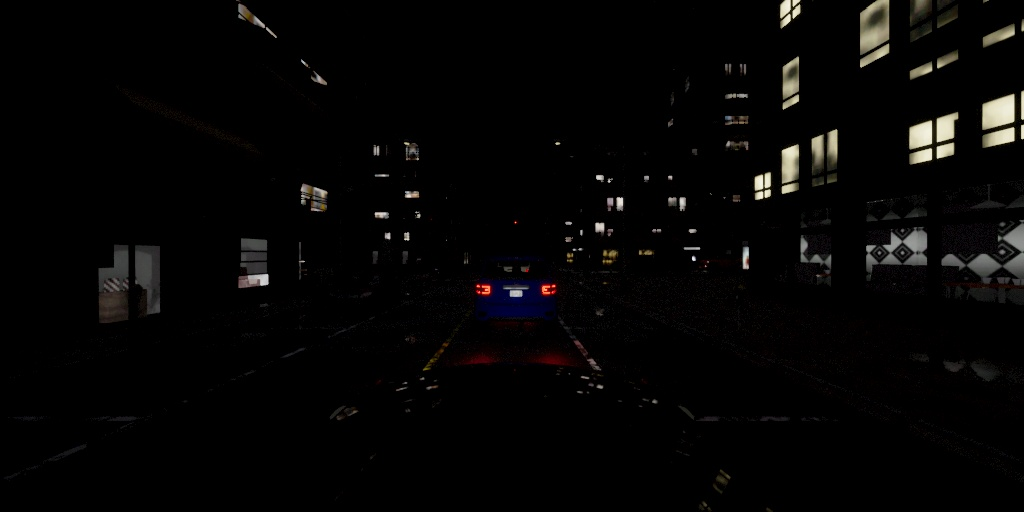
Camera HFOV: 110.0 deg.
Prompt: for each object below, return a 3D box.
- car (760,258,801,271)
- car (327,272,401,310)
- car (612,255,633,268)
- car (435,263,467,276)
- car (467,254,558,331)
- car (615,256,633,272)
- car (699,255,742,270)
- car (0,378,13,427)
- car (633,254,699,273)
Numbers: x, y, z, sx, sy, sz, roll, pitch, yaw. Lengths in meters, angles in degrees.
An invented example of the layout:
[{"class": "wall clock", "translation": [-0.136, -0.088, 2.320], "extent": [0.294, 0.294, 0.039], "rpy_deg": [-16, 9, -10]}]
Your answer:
[{"class": "car", "translation": [25.807, 0.822, 34.556], "extent": [4.313, 1.339, 1.948], "rpy_deg": [0, 0, 0]}, {"class": "car", "translation": [-5.739, 1.332, 14.483], "extent": [1.802, 1.307, 4.207], "rpy_deg": [0, 0, 0]}, {"class": "car", "translation": [14.580, 0.764, 42.840], "extent": [5.009, 1.841, 2.192], "rpy_deg": [0, 0, 0]}, {"class": "car", "translation": [-5.804, 1.434, 38.845], "extent": [4.718, 1.301, 1.895], "rpy_deg": [-1, 0, -26]}, {"class": "car", "translation": [0.099, 0.971, 11.079], "extent": [2.150, 2.045, 5.566], "rpy_deg": [0, 0, 0]}, {"class": "car", "translation": [14.422, 0.983, 40.230], "extent": [4.674, 1.442, 1.812], "rpy_deg": [-1, 0, -1]}, {"class": "car", "translation": [23.387, 0.642, 40.325], "extent": [4.553, 1.767, 2.097], "rpy_deg": [-1, 0, -1]}, {"class": "car", "translation": [-5.690, 1.300, 1.566], "extent": [2.007, 1.370, 4.403], "rpy_deg": [0, 0, 0]}, {"class": "car", "translation": [14.713, 0.778, 34.461], "extent": [5.009, 1.841, 2.192], "rpy_deg": [0, 0, 0]}]
